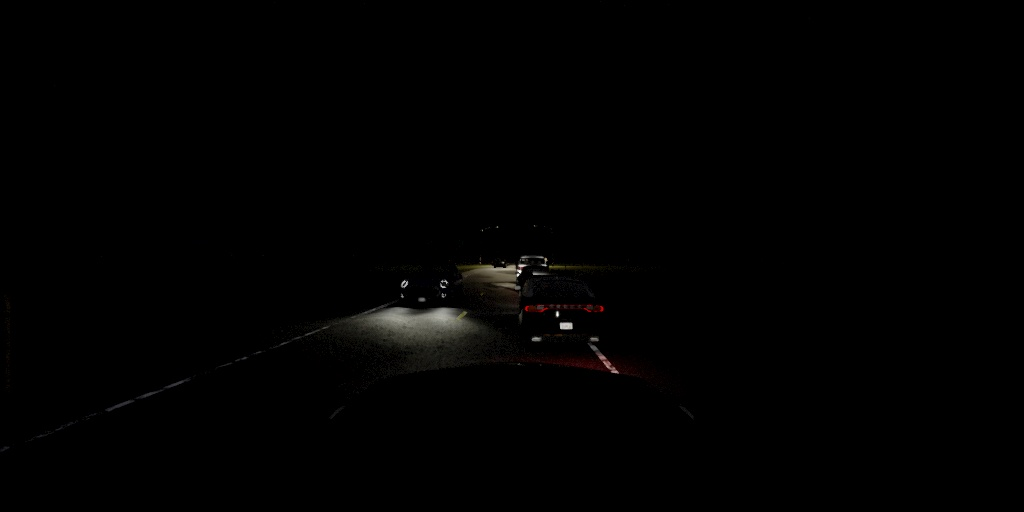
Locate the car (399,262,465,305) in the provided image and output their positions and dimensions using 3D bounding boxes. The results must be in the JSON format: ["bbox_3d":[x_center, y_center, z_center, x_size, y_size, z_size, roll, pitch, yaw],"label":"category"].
[{"bbox_3d":[-3.448,1.101,16.101,2.097,1.767,4.553,0,0,1],"label":"car"}]

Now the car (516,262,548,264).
[{"bbox_3d":[1.247,1.253,19.511,1.837,1.490,4.892,0,0,1],"label":"car"}]

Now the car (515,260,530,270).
[{"bbox_3d":[1.551,1.281,52.783,1.994,1.385,4.181,0,0,4],"label":"car"}]

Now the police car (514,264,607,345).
[{"bbox_3d":[1.095,1.175,9.651,1.930,1.638,5.238,0,0,1],"label":"police car"}]

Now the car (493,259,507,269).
[{"bbox_3d":[-1.866,1.219,56.923,1.837,1.490,4.892,0,0,4],"label":"car"}]

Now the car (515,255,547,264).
[{"bbox_3d":[1.391,0.968,25.521,2.150,2.045,5.566,0,0,2],"label":"car"}]
